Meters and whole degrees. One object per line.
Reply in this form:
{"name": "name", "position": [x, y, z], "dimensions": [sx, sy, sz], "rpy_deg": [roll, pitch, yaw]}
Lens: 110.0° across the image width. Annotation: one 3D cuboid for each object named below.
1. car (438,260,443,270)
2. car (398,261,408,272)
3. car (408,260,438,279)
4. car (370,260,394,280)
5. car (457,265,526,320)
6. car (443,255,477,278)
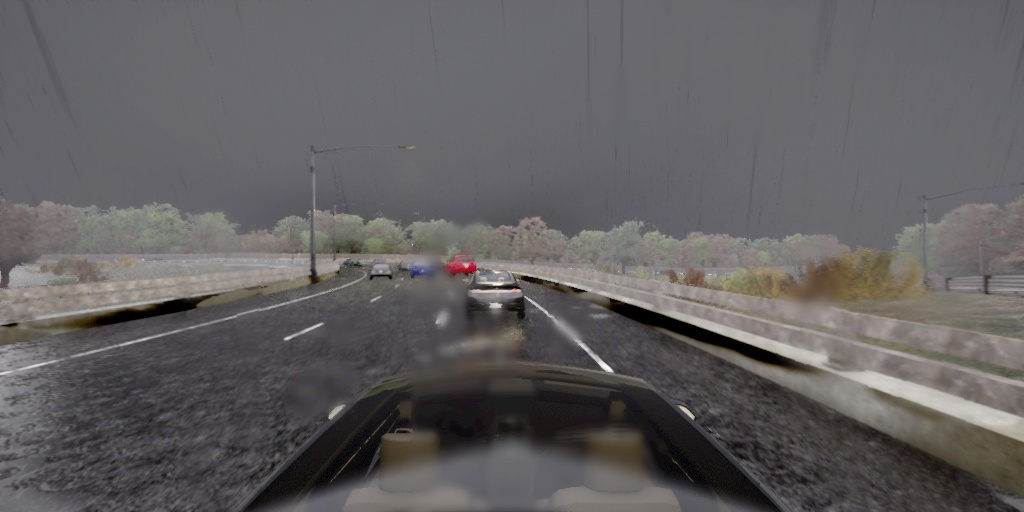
{"name": "car", "position": [-10.295, 1.262, 48.230], "dimensions": [1.837, 1.490, 4.892], "rpy_deg": [0, 1, -24]}
{"name": "car", "position": [-14.068, 1.342, 48.026], "dimensions": [1.994, 1.385, 4.181], "rpy_deg": [0, 0, -25]}
{"name": "car", "position": [-8.390, 1.239, 33.411], "dimensions": [1.882, 1.535, 5.008], "rpy_deg": [0, 0, -18]}
{"name": "car", "position": [-11.531, 1.330, 31.788], "dimensions": [2.033, 1.411, 5.357], "rpy_deg": [0, 0, -19]}
{"name": "car", "position": [-0.684, 1.233, 12.678], "dimensions": [2.128, 1.511, 4.902], "rpy_deg": [0, 0, -6]}
{"name": "car", "position": [-4.771, 0.963, 33.599], "dimensions": [2.150, 2.045, 5.566], "rpy_deg": [0, 0, -19]}
